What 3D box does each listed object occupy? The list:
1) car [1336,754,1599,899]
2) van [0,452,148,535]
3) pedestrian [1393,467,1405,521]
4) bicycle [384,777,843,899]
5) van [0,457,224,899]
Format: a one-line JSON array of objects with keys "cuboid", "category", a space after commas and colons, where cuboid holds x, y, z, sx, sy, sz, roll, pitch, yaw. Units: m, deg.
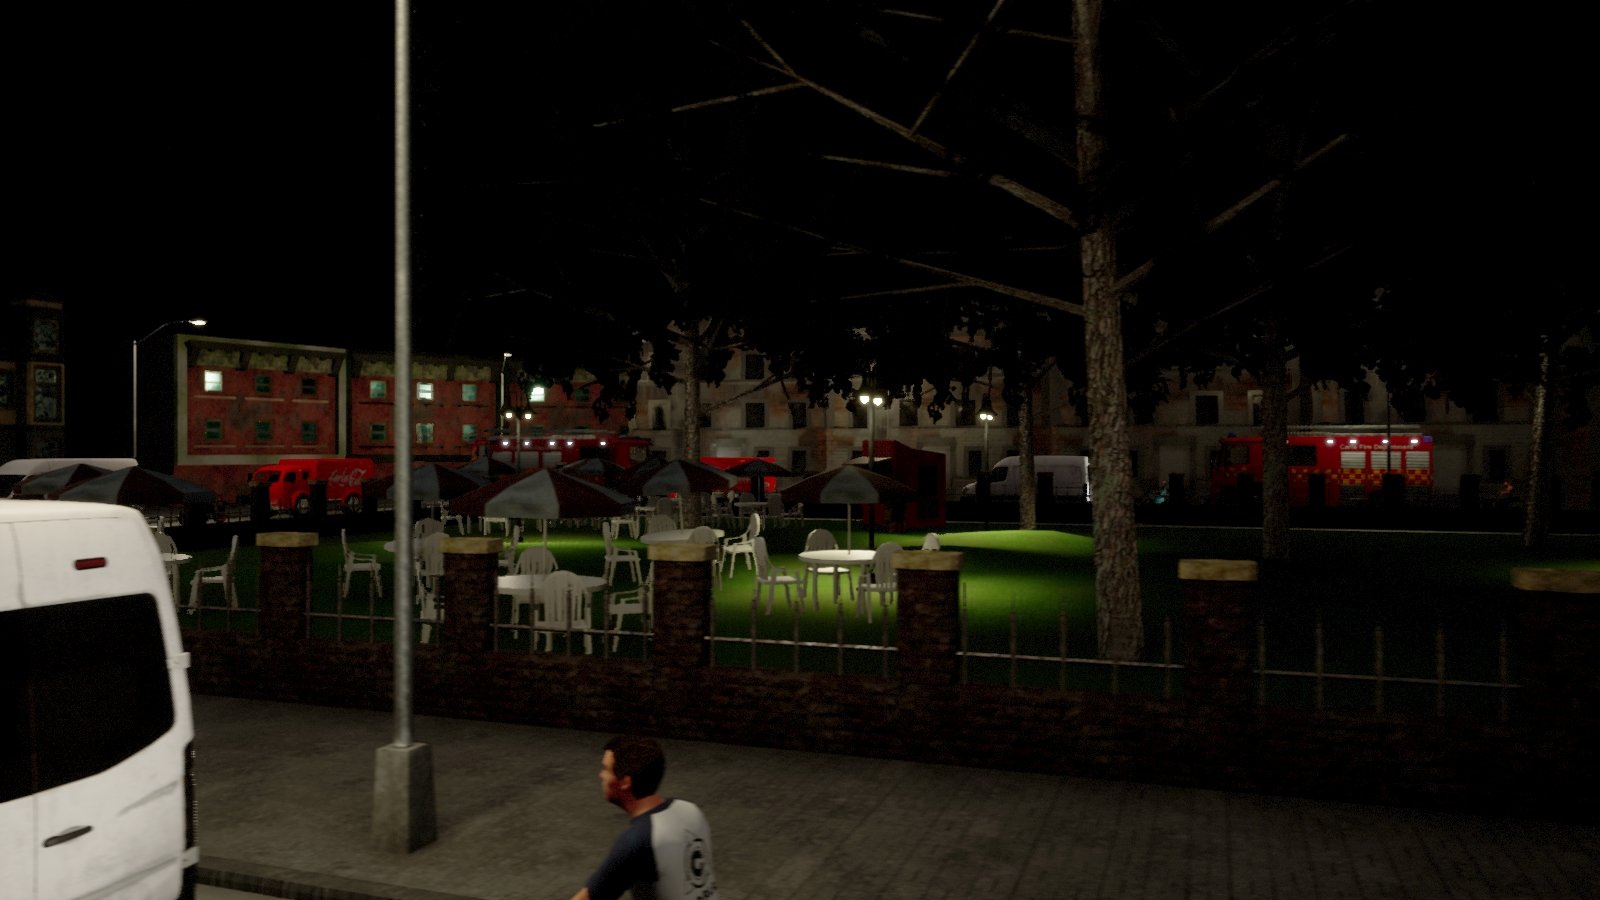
[{"cuboid": [3.407, 1.843, 2.589, 3.806, 1.475, 1.970, 0, 0, 20], "category": "car"}, {"cuboid": [-25.001, 1.357, 37.979, 1.988, 2.561, 5.915, 0, 0, 20], "category": "van"}, {"cuboid": [20.703, 1.519, 39.500, 0.375, 1.860, 0.375, 0, 0, 27], "category": "pedestrian"}, {"cuboid": [-0.683, 1.939, 4.070, 1.643, 1.296, 0.373, 0, 0, 20], "category": "bicycle"}, {"cuboid": [-6.142, 1.324, 6.075, 5.915, 2.561, 1.988, 0, 0, 20], "category": "van"}]
